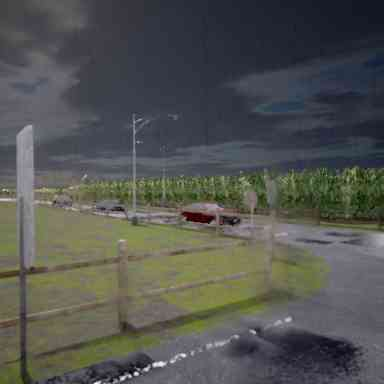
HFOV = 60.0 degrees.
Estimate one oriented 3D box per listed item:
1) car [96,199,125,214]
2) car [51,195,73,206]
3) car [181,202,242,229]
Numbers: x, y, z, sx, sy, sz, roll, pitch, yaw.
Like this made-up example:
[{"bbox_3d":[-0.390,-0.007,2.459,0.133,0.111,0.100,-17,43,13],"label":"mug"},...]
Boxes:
[{"bbox_3d":[-8.454,1.470,34.737,1.994,1.385,4.181,-1,1,-37],"label":"car"},{"bbox_3d":[-19.387,1.242,49.632,2.097,1.767,4.553,-1,1,-37],"label":"car"},{"bbox_3d":[1.105,1.440,21.839,1.882,1.535,5.008,-1,1,-37],"label":"car"}]
